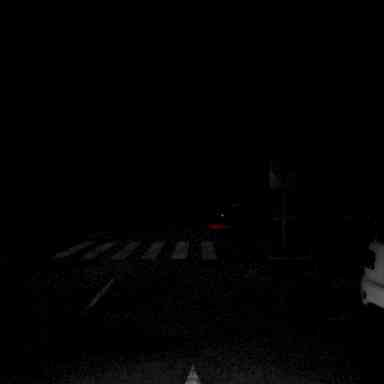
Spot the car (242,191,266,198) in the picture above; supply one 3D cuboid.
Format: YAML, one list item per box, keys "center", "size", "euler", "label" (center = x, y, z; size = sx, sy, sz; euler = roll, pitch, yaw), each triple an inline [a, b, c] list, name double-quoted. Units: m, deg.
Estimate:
- center: [7.472, 0.647, 43.733]
  size: [4.674, 1.442, 1.812]
  euler: [-4, 1, -18]
  label: "car"

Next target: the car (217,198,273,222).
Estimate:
- center: [4.065, 1.485, 24.940]
  size: [5.008, 1.535, 1.882]
  euler: [0, -2, -40]
  label: "car"

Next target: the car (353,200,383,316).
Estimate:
- center: [5.399, 1.235, 5.345]
  size: [5.566, 2.045, 2.435]
  euler: [1, 0, -20]
  label: "car"
